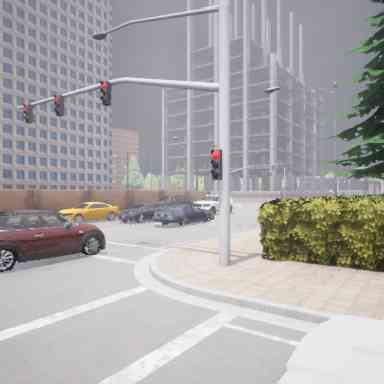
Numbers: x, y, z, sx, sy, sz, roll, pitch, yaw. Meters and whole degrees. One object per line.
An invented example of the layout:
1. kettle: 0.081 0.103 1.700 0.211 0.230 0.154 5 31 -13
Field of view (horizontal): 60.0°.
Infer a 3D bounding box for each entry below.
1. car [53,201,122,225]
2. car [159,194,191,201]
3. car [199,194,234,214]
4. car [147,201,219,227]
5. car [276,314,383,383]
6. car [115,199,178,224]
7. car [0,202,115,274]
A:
1. car: -7.930 1.532 25.712 1.882 1.535 5.008 0 0 35
2. car: -2.158 1.276 33.800 2.150 2.045 5.566 0 0 35
3. car: 2.186 1.276 33.848 2.150 2.045 5.566 0 0 36
4. car: -0.476 1.602 23.768 2.033 1.411 5.357 0 0 35
5. car: 2.878 1.601 1.914 4.718 1.301 1.895 0 0 36
6. car: -3.541 1.560 25.838 1.837 1.490 4.892 0 0 36
7. car: -5.150 1.389 11.172 2.097 1.767 4.553 0 0 35
